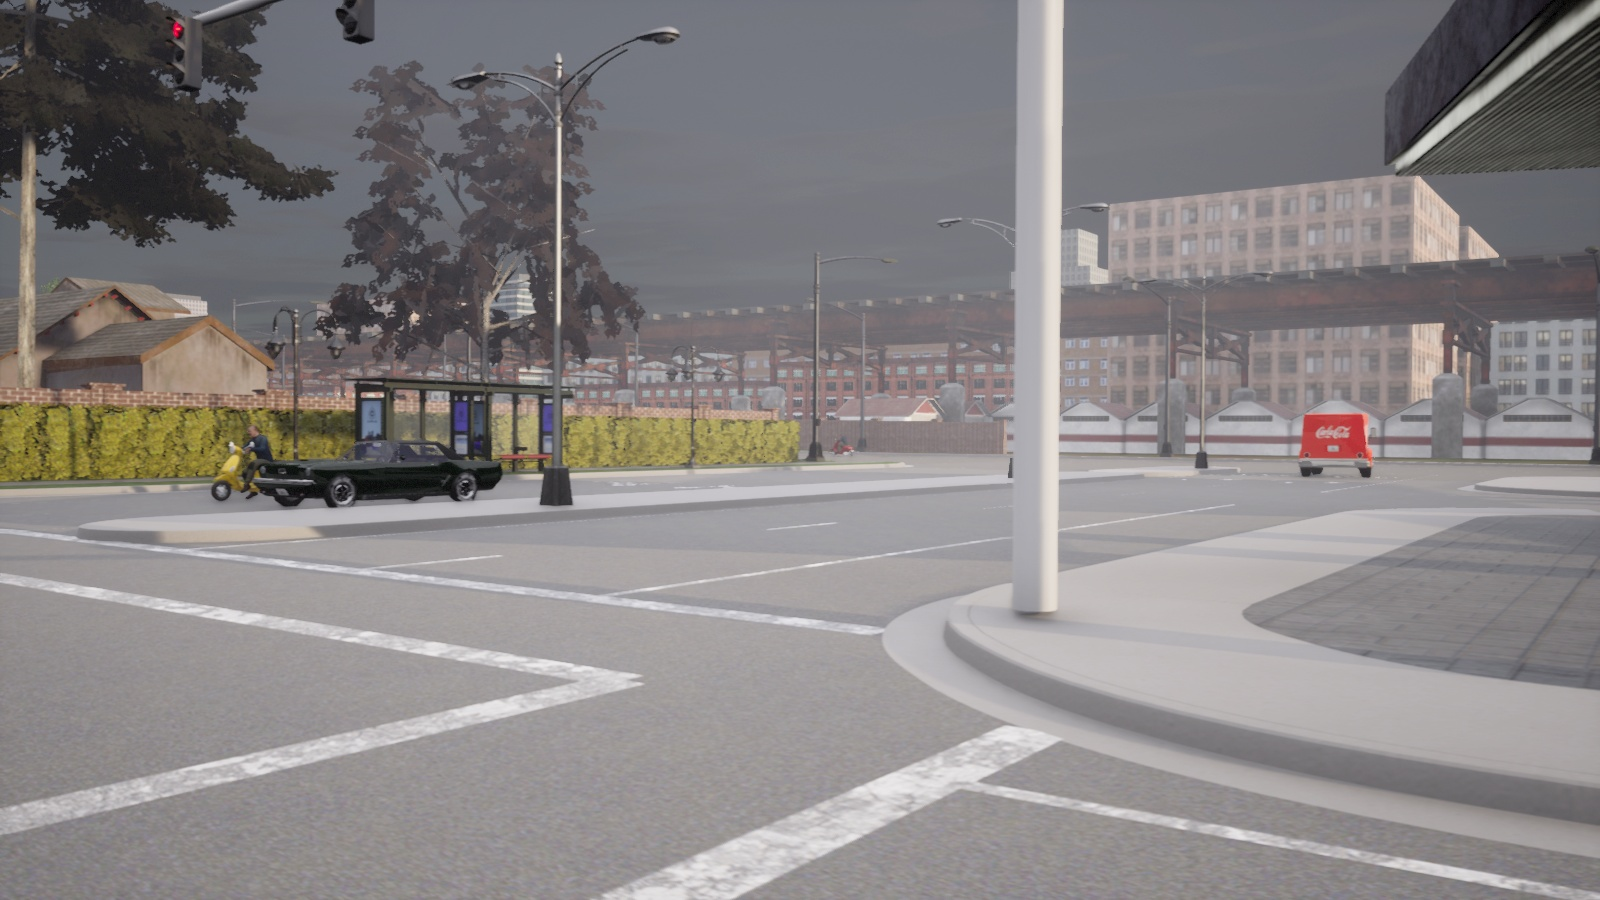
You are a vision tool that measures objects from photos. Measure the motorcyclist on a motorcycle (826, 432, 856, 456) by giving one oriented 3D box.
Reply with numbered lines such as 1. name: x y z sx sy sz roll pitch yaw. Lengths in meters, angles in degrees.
1. motorcyclist on a motorcycle: 2.710 -0.390 82.679 1.817 1.590 0.866 0 1 35

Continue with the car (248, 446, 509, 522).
1. car: -8.264 0.602 25.032 1.895 1.301 4.718 0 1 35

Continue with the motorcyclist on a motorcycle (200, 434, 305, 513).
1. motorcyclist on a motorcycle: -11.526 0.471 26.499 0.866 1.590 1.817 0 1 34

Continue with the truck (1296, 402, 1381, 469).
1. truck: 21.143 -0.593 49.189 2.627 2.467 5.204 -1 1 28
